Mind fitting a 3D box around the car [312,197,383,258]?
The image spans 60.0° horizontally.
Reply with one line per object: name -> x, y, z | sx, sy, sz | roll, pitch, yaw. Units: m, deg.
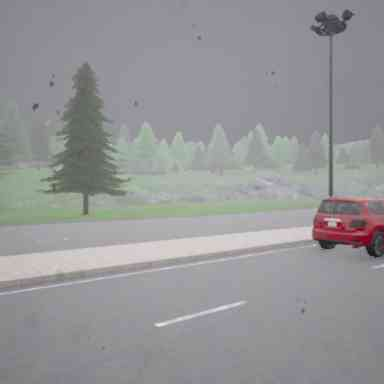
car -> 7.059, 1.222, 13.098 | 5.566, 2.045, 2.150 | 0, 0, -35
